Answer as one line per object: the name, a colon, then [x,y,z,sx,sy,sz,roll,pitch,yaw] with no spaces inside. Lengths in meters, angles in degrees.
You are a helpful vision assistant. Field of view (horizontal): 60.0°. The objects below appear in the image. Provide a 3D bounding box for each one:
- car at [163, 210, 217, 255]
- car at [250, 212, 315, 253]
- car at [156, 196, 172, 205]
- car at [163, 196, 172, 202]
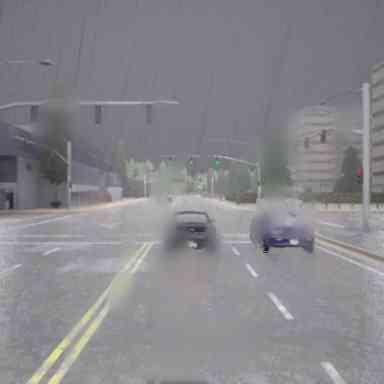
car: [-0.084,1.504,13.352,1.837,1.490,4.892,0,0,-2]
car: [3.551,1.525,13.593,1.812,1.442,4.674,0,0,2]
car: [-5.050,1.523,58.220,1.812,1.442,4.674,0,0,-1]
car: [-5.434,1.580,74.582,1.895,1.301,4.718,0,0,-2]
